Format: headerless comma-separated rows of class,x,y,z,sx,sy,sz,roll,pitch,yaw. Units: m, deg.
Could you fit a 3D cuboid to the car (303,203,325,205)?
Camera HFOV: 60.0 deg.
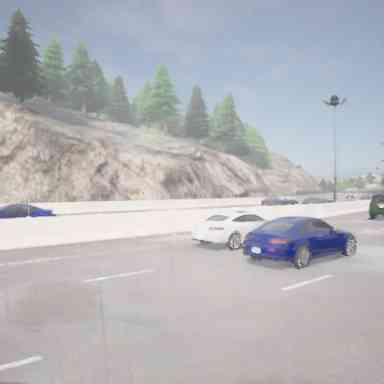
car,16.508,1.513,42.759,2.033,1.411,5.357,0,0,42

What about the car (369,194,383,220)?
car,16.161,1.182,26.882,5.566,2.045,2.150,0,0,-45

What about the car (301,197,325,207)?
car,18.372,1.467,50.358,1.837,1.490,4.892,0,0,40

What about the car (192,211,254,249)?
car,2.116,1.525,14.350,4.674,1.442,1.812,0,0,-39

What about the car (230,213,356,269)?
car,3.668,1.519,11.114,4.674,1.442,1.812,0,0,-39

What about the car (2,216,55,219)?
car,-11.611,1.522,21.644,5.008,1.535,1.882,0,0,-37
